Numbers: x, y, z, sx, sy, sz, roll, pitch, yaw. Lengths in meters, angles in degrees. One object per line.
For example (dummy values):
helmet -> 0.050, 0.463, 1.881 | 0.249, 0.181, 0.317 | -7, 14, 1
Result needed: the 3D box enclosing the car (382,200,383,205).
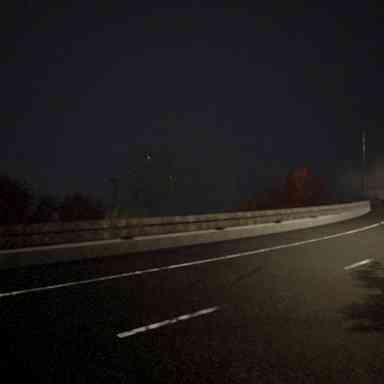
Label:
car -> 34.901, 1.583, 58.493 | 1.812, 1.442, 4.674 | 0, 0, 16
